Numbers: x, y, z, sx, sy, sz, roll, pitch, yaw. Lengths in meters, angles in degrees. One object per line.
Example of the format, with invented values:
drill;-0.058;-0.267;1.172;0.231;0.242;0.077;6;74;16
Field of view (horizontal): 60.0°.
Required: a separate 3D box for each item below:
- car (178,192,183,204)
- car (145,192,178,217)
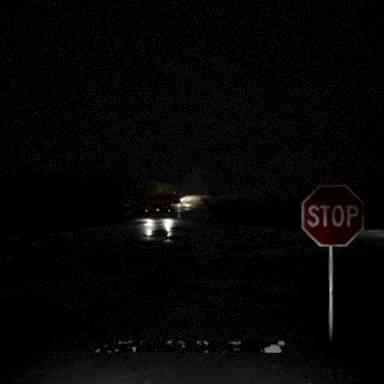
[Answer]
car;-2.717;1.097;51.749;1.837;1.490;4.892;0;1;0
car;-2.748;1.070;29.622;2.150;2.045;5.566;0;1;1
